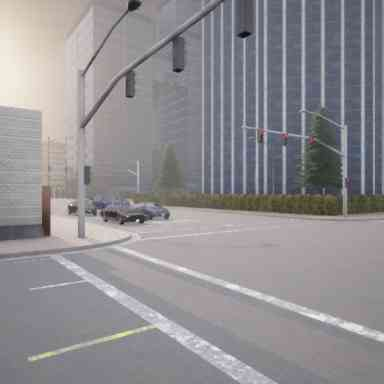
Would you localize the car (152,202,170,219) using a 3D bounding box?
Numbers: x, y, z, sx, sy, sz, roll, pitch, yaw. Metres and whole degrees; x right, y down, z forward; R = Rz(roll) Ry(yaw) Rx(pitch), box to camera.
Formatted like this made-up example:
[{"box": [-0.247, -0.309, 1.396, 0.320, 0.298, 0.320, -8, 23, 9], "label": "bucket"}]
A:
[{"box": [-3.721, 1.581, 29.038, 1.812, 1.442, 4.674, 0, 0, -36], "label": "car"}]

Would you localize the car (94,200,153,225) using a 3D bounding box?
[{"box": [-5.315, 1.603, 25.225, 2.033, 1.411, 5.357, 0, 0, -36], "label": "car"}]

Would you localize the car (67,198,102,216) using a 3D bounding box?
[{"box": [-10.985, 1.560, 33.134, 1.837, 1.490, 4.892, 0, 0, -36], "label": "car"}]

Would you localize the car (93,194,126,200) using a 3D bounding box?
[{"box": [-9.383, 1.277, 36.910, 2.150, 2.045, 5.566, 0, 0, -36], "label": "car"}]

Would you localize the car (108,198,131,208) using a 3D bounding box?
[{"box": [-11.284, 1.619, 51.865, 1.994, 1.385, 4.181, 0, 0, -36], "label": "car"}]

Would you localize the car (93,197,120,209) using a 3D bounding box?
[{"box": [-12.213, 1.547, 47.160, 2.128, 1.511, 4.902, 0, 0, -36], "label": "car"}]
